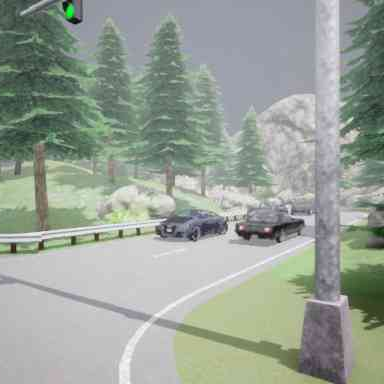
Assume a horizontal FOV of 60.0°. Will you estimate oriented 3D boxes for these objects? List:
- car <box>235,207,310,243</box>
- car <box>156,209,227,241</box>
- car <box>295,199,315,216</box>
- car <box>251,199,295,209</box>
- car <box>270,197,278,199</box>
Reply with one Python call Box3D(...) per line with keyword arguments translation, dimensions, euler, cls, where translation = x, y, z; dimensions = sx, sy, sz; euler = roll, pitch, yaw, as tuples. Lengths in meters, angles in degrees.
Box3D(translation=(3.970, 1.639, 16.205), dimensions=(1.895, 1.301, 4.718), euler=(0, 0, 35), cls="car")
Box3D(translation=(0.084, 1.578, 16.921), dimensions=(1.994, 1.385, 4.181), euler=(0, 0, 35), cls="car")
Box3D(translation=(11.316, 1.519, 33.664), dimensions=(1.837, 1.490, 4.892), euler=(0, 0, 28), cls="car")
Box3D(translation=(5.731, 1.506, 25.108), dimensions=(2.128, 1.511, 4.902), euler=(0, 0, 35), cls="car")
Box3D(translation=(12.730, 1.560, 56.101), dimensions=(4.892, 1.490, 1.837), euler=(0, -4, 45), cls="car")
